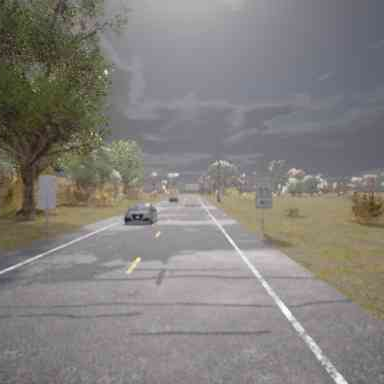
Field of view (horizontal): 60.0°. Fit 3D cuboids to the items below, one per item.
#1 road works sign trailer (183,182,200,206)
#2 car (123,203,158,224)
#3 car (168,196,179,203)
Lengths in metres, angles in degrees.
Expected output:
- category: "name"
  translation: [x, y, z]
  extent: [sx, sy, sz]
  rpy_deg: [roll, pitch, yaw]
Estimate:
- category: "road works sign trailer"
  translation: [0.004, 0.289, 51.482]
  extent: [2.380, 3.560, 2.880]
  rpy_deg: [0, 0, 0]
- category: "car"
  translation: [-3.596, 1.478, 23.912]
  extent: [1.994, 1.385, 4.181]
  rpy_deg: [0, 0, 0]
- category: "car"
  translation: [-3.511, 1.386, 64.175]
  extent: [1.895, 1.301, 4.718]
  rpy_deg: [0, 0, 1]
